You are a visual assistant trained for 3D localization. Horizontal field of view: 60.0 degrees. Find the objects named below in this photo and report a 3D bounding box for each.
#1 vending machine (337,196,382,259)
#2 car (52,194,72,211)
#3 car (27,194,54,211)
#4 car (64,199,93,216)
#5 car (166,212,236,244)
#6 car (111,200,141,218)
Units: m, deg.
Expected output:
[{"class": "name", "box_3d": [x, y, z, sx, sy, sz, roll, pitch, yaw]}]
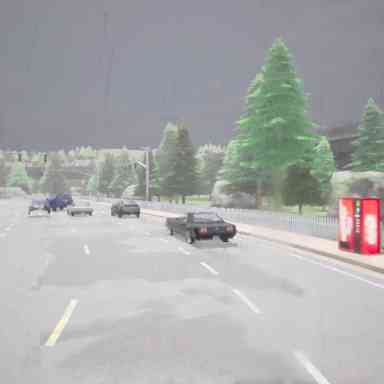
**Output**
[{"class": "vending machine", "box_3d": [5.851, 1.195, 11.670, 1.100, 2.100, 0.880, 0, 0, -15]}, {"class": "car", "box_3d": [-16.277, 1.231, 40.452, 2.150, 2.045, 5.566, 0, 0, -39]}, {"class": "car", "box_3d": [-14.038, 1.178, 30.592, 1.812, 1.442, 4.674, 0, 0, -25]}, {"class": "car", "box_3d": [-10.923, 1.601, 32.233, 1.895, 1.301, 4.718, 0, 0, -27]}, {"class": "car", "box_3d": [0.214, 1.601, 15.868, 1.895, 1.301, 4.718, 0, 0, -21]}, {"class": "car", "box_3d": [-6.107, 1.491, 30.316, 2.128, 1.511, 4.902, 0, 0, -25]}]
